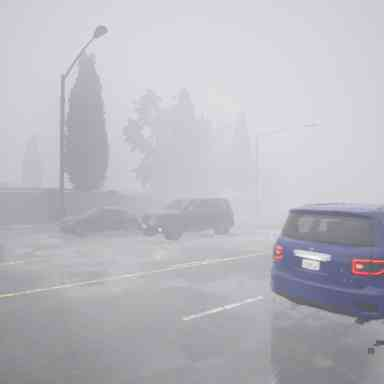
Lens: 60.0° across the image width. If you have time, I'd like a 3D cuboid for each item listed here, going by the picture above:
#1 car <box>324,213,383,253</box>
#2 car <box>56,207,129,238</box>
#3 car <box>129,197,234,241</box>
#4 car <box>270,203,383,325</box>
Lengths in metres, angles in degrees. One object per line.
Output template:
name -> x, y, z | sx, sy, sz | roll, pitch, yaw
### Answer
car -> 7.890, 1.715, 15.087 | 4.181, 1.385, 1.994 | 2, -1, -44
car -> -4.860, 1.551, 18.021 | 4.674, 1.442, 1.812 | 1, 0, -40
car -> -0.159, 1.287, 17.388 | 5.566, 2.045, 2.150 | 1, -1, -41
car -> 3.976, 1.256, 6.952 | 5.566, 2.045, 2.150 | 0, 0, -39
